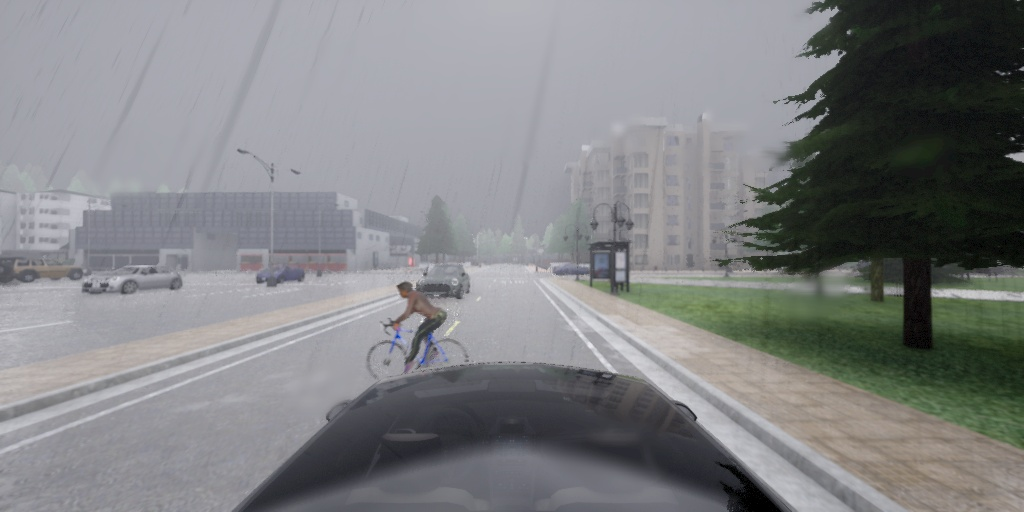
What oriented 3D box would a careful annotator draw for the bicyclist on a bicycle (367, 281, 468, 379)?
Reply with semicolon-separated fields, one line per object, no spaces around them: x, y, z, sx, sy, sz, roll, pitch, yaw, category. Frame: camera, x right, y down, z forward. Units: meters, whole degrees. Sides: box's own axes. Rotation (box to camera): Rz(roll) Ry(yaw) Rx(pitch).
-1.549;1.232;5.798;1.656;1.620;0.582;-2;0;0;bicyclist on a bicycle

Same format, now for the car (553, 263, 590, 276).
6.879;1.540;39.785;4.674;1.442;1.812;0;-1;-11;car

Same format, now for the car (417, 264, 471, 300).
-3.435;1.224;18.724;2.097;1.767;4.553;0;0;1;car
